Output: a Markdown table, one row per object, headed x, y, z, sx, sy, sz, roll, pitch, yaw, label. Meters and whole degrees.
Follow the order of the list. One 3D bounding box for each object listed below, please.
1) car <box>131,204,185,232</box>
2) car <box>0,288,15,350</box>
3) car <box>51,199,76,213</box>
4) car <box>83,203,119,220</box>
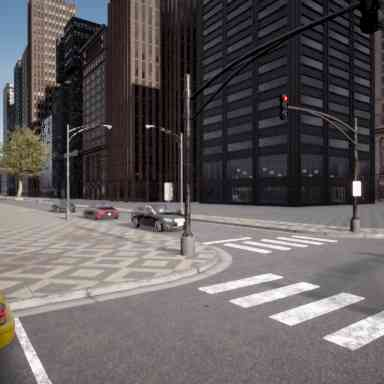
| x | y | z | sx | sy | sz | roll | pitch | yaw | label |
| --- | --- | --- | --- | --- | --- | --- | --- | --- | --- |
| -2.079 | 1.534 | 20.561 | 2.128 | 1.511 | 4.902 | 0 | 0 | -36 | car |
| -4.573 | 1.525 | 3.388 | 4.829 | 1.417 | 1.752 | 0 | 0 | -36 | car |
| -14.788 | 1.599 | 38.243 | 1.837 | 1.490 | 4.892 | 0 | 0 | -36 | car |
| -7.830 | 1.631 | 28.560 | 1.994 | 1.385 | 4.181 | 0 | 0 | -35 | car |
